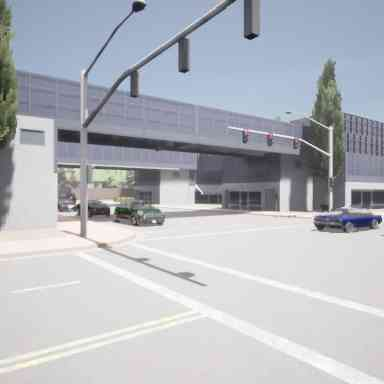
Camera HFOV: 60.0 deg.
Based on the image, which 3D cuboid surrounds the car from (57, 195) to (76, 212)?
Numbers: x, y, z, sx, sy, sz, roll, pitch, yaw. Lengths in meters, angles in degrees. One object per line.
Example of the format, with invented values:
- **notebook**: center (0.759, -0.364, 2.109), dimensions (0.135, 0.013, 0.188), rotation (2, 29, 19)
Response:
- **car**: center (-14.826, 1.491, 38.692), dimensions (2.128, 1.511, 4.902), rotation (0, 0, -36)

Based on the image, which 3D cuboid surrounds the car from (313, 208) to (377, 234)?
- **car**: center (9.167, 1.600, 19.532), dimensions (4.718, 1.301, 1.895), rotation (0, 0, -37)

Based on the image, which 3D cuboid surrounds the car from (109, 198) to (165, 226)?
- **car**: center (-3.795, 1.351, 23.535), dimensions (2.097, 1.767, 4.553), rotation (0, 0, -36)

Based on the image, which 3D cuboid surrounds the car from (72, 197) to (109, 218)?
- **car**: center (-9.245, 1.477, 31.020), dimensions (1.882, 1.535, 5.008), rotation (0, 0, -36)

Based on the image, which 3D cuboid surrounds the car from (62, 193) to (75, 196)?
- **car**: center (-23.692, 1.220, 63.071), dimensions (2.150, 2.045, 5.566), rotation (0, 0, -36)

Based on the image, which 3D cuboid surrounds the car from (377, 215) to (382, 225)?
- **car**: center (11.831, 1.350, 17.153), dimensions (4.553, 1.767, 2.097), rotation (0, 0, -37)
